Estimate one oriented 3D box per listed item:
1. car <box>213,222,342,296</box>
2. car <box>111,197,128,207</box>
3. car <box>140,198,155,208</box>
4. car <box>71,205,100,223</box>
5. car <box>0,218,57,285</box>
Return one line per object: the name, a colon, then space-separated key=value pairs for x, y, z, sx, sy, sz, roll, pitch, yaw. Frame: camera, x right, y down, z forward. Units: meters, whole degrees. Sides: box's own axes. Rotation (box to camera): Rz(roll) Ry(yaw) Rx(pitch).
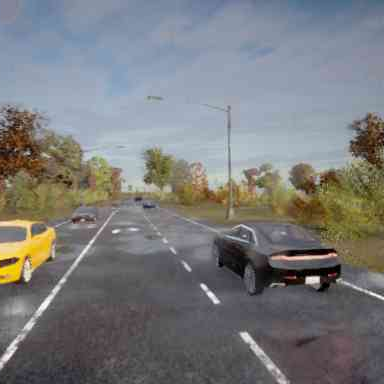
car: x=1.908 y=1.541 z=8.929 sx=2.128 sy=1.511 sz=4.902 roll=0 pitch=0 yaw=-11
car: x=-13.769 y=2.128 z=61.963 sx=1.994 sy=1.385 sz=4.181 roll=-1 pitch=0 yaw=-4
car: x=-7.409 y=2.042 z=56.681 sx=1.994 sy=1.385 sz=4.181 roll=0 pitch=0 yaw=-11
car: x=-9.044 y=1.854 z=28.760 sx=2.033 sy=1.411 sz=5.357 roll=0 pitch=0 yaw=-10
car: x=-5.411 y=1.607 z=9.892 sx=1.882 sy=1.535 sz=5.008 roll=0 pitch=0 yaw=-11
